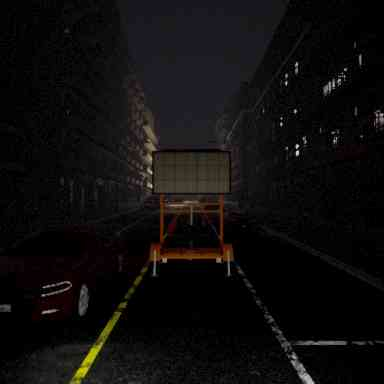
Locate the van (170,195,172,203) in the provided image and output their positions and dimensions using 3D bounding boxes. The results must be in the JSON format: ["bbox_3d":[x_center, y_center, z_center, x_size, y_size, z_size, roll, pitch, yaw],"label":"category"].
[{"bbox_3d":[-5.307,1.481,62.953,1.690,1.788,3.998,1,0,0],"label":"van"}]

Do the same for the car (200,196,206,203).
[{"bbox_3d":[2.572,1.634,46.301,2.008,1.369,4.403,1,0,0],"label":"car"}]

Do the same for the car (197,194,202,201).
[{"bbox_3d":[2.567,1.706,68.423,1.887,1.381,4.507,1,0,0],"label":"car"}]

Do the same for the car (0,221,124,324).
[{"bbox_3d":[-2.853,1.483,7.520,1.882,1.535,5.008,0,0,0],"label":"car"}]

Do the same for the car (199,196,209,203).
[{"bbox_3d":[2.576,1.626,73.955,1.967,1.590,4.097,1,0,0],"label":"car"}]

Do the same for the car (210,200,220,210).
[{"bbox_3d":[2.579,1.555,24.349,1.752,1.417,4.829,1,0,0],"label":"car"}]

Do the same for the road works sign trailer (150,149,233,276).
[{"bbox_3d":[-0.013,0.473,10.318,2.380,3.560,2.880,0,0,0],"label":"road works sign trailer"}]

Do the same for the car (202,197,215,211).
[{"bbox_3d":[2.574,1.614,40.769,1.887,1.381,4.507,1,0,0],"label":"car"}]

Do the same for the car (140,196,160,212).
[{"bbox_3d":[-5.305,1.594,40.660,1.752,1.417,4.829,2,0,0],"label":"car"}]

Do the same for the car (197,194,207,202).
[{"bbox_3d":[2.534,1.551,85.017,2.192,1.841,5.009,1,0,0],"label":"car"}]

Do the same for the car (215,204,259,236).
[{"bbox_3d":[2.580,1.565,18.647,1.887,1.381,4.507,1,0,0],"label":"car"}]

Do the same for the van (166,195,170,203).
[{"bbox_3d":[-5.305,1.459,57.421,1.690,1.788,3.998,2,0,0],"label":"van"}]

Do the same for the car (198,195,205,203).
[{"bbox_3d":[2.569,1.684,62.893,1.887,1.381,4.507,1,0,0],"label":"car"}]

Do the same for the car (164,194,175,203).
[{"bbox_3d":[-5.311,1.525,79.544,2.192,1.841,5.009,1,0,0],"label":"car"}]

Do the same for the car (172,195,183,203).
[{"bbox_3d":[-2.766,1.759,67.609,1.895,1.301,4.718,0,0,0],"label":"car"}]

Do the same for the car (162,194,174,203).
[{"bbox_3d":[-5.309,1.501,74.014,2.192,1.841,5.009,1,0,0],"label":"car"}]

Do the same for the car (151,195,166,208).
[{"bbox_3d":[-5.301,1.399,46.363,2.192,1.841,5.009,2,0,0],"label":"car"}]

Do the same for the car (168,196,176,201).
[{"bbox_3d":[-5.320,1.830,90.605,1.947,1.339,4.313,1,0,0],"label":"car"}]
